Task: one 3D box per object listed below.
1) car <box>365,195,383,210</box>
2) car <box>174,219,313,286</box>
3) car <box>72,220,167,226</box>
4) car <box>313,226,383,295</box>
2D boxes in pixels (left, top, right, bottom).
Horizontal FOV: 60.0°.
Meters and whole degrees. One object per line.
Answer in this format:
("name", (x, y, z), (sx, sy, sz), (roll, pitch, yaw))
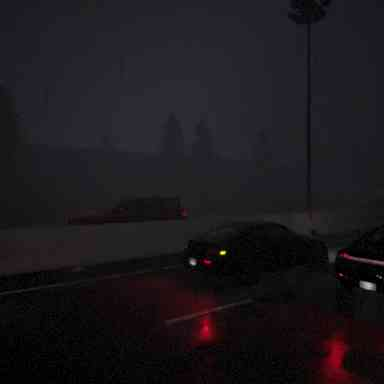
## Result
("car", (24.529, 1.275, 42.991), (4.553, 1.767, 2.097), (0, 0, -35))
("car", (1.893, 1.514, 9.398), (4.674, 1.442, 1.812), (0, 0, -36))
("car", (-2.810, 1.210, 14.887), (5.566, 2.045, 2.150), (0, 0, -36))
("car", (5.157, 1.477, 7.428), (4.902, 1.511, 2.128), (0, 0, -35))
